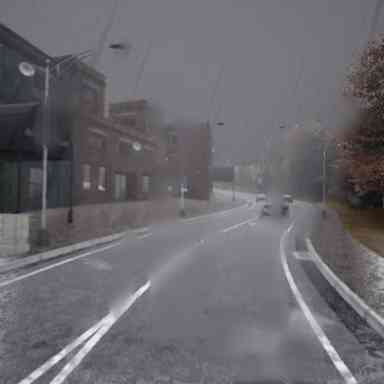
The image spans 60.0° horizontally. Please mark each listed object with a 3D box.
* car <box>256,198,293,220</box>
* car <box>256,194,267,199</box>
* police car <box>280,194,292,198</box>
[{"bbox_3d":[7.069,1.515,28.018,2.128,1.511,4.902,0,0,22],"label":"car"},{"bbox_3d":[13.383,1.053,64.154,1.882,1.535,5.008,1,1,6],"label":"car"},{"bbox_3d":[16.145,1.150,57.248,1.930,1.638,5.238,0,1,10],"label":"police car"}]
